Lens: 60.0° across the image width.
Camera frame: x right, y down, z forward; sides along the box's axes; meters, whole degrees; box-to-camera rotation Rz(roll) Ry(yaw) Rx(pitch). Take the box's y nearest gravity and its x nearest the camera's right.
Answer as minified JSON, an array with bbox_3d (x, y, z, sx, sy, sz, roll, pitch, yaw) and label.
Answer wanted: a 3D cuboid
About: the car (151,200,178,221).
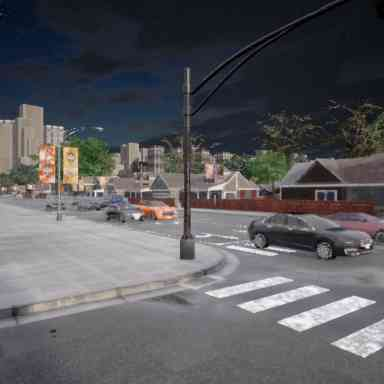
[{"bbox_3d":[-3.154,1.499,28.770,2.097,1.767,4.553,0,0,-35],"label":"car"}]

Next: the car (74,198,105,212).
[{"bbox_3d":[-13.396,1.818,43.222,1.994,1.385,4.181,0,0,-35],"label":"car"}]

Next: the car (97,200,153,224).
[{"bbox_3d":[-5.437,1.637,26.370,2.128,1.511,4.902,0,0,-36],"label":"car"}]

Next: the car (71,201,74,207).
[{"bbox_3d":[-19.431,1.886,57.591,2.033,1.411,5.357,0,0,-34],"label":"car"}]

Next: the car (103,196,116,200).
[{"bbox_3d":[-13.382,1.785,49.106,1.837,1.490,4.892,0,0,-35],"label":"car"}]

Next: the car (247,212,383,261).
[{"bbox_3d":[4.265,1.546,12.726,1.837,1.490,4.892,0,-1,-35],"label":"car"}]

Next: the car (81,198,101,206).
[{"bbox_3d":[-19.115,1.906,62.605,2.033,1.411,5.357,0,0,-35],"label":"car"}]

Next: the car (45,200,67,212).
[{"bbox_3d":[-18.313,1.826,44.579,2.033,1.411,5.357,0,0,-35],"label":"car"}]

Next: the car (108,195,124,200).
[{"bbox_3d":[-12.966,1.522,54.124,2.150,2.045,5.566,0,0,-36],"label":"car"}]
